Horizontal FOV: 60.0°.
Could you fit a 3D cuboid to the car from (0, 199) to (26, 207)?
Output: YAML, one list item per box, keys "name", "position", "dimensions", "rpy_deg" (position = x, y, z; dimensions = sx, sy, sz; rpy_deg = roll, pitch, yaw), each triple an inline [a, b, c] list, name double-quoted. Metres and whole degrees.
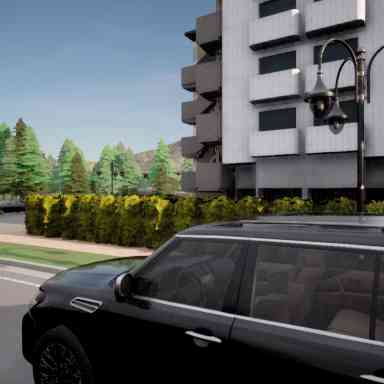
- name: "car"
  position: [-18.192, 1.491, 33.490]
  dimensions: [2.128, 1.511, 4.902]
  rpy_deg: [0, 0, 33]

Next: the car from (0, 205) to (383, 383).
- name: "car"
  position: [0.743, 1.221, 3.139]
  dimensions: [5.566, 2.045, 2.150]
  rpy_deg: [0, 0, 34]
